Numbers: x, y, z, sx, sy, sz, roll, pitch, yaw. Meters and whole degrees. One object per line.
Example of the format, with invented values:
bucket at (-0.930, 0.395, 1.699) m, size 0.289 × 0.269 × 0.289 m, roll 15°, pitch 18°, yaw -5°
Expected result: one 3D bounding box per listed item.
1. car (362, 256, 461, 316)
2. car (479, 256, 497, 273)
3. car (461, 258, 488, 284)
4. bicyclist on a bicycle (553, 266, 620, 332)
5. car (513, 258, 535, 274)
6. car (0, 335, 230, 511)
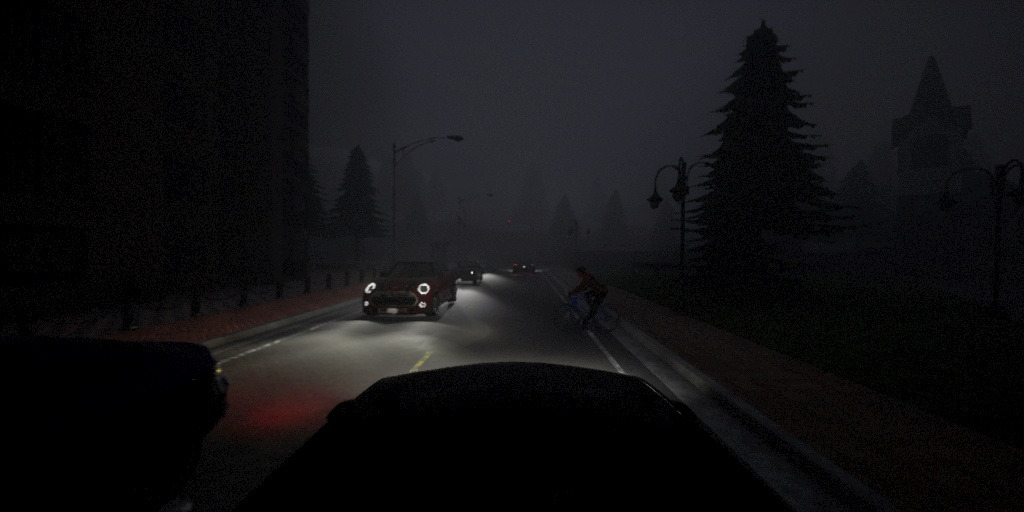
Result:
car at (-3.287, 0.914, 12.318) m, size 2.097 × 1.767 × 4.553 m, roll 1°, pitch 1°, yaw 2°
car at (-2.484, 0.734, 34.309) m, size 2.128 × 1.511 × 4.902 m, roll 1°, pitch 1°, yaw 2°
car at (-2.929, 1.011, 22.814) m, size 1.895 × 1.301 × 4.718 m, roll 1°, pitch 1°, yaw 2°
bicyclist on a bicycle at (1.841, 1.072, 8.838) m, size 1.656 × 1.620 × 0.582 m, roll 1°, pitch 1°, yaw 2°
car at (1.097, 0.865, 32.671) m, size 1.994 × 1.385 × 4.181 m, roll 1°, pitch 1°, yaw 2°
car at (-3.650, 1.244, 1.548) m, size 1.812 × 1.442 × 4.674 m, roll 1°, pitch 1°, yaw 2°
